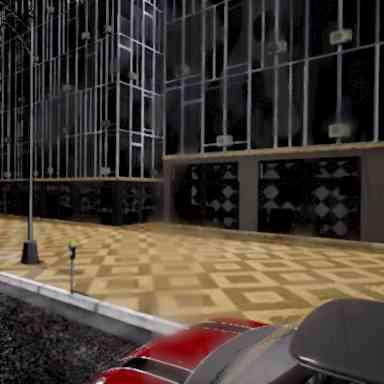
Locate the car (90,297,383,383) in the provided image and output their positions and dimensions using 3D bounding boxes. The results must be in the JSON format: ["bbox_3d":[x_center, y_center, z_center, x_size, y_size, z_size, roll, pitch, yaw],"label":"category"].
[{"bbox_3d":[1.016,1.441,1.937,4.097,1.590,1.967,0,1,36],"label":"car"}]
